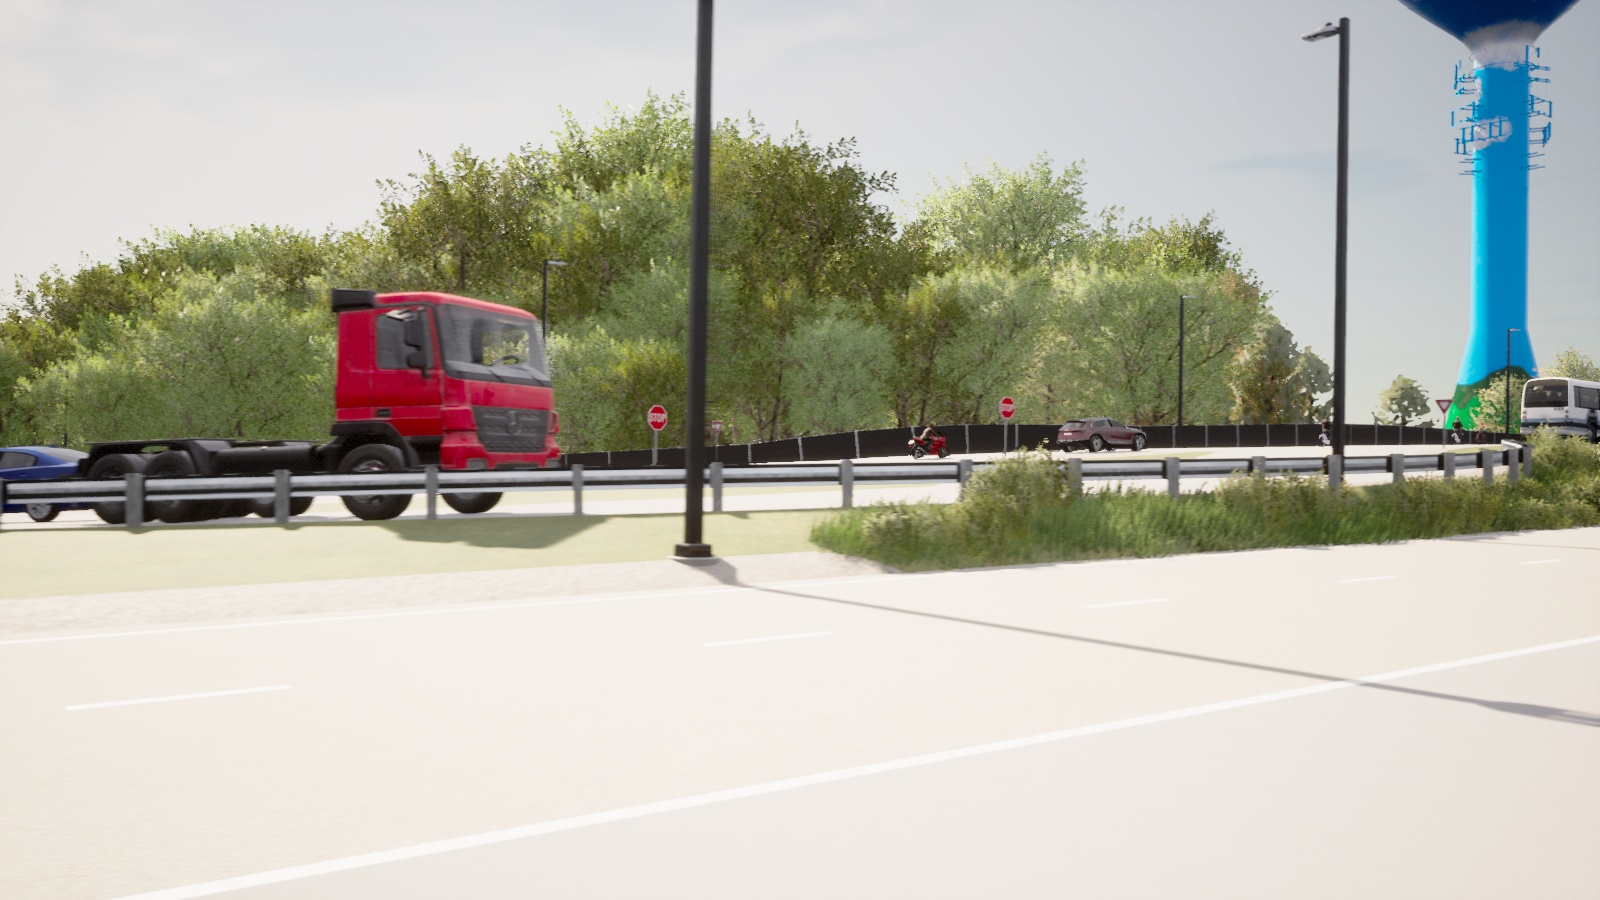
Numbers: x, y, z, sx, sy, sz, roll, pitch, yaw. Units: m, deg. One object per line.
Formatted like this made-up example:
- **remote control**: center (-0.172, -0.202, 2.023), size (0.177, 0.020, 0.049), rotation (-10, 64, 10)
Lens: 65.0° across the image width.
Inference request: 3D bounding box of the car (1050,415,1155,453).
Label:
- **car**: center (14.207, -0.775, 58.916), size (4.856, 1.649, 2.033), rotation (-2, 1, -34)

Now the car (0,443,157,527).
- **car**: center (-15.655, 0.752, 25.068), size (5.008, 1.535, 1.882), rotation (-2, -2, 14)

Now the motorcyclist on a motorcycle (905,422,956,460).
- **motorcyclist on a motorcycle**: center (5.503, -0.389, 52.938), size (2.044, 1.523, 0.797), rotation (-2, 1, -33)

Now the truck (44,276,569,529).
- **truck**: center (-8.008, -0.580, 20.371), size (7.936, 3.462, 2.891), rotation (-2, -1, 20)
